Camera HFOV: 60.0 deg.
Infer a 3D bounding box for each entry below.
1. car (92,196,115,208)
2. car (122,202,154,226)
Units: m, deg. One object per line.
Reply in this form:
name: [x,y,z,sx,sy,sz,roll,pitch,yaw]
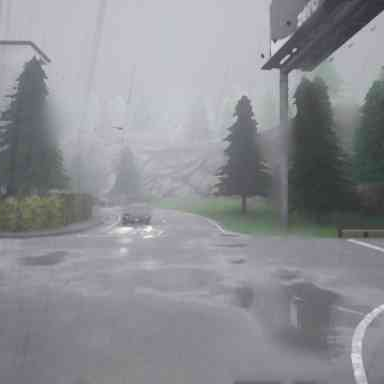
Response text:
car: [-12.921,1.407,47.652,1.837,1.490,4.892,1,0,-44]
car: [-3.780,1.530,23.601,1.837,1.490,4.892,1,0,-5]
